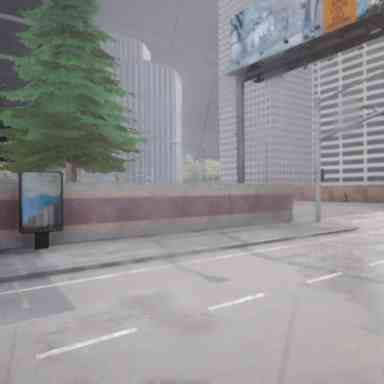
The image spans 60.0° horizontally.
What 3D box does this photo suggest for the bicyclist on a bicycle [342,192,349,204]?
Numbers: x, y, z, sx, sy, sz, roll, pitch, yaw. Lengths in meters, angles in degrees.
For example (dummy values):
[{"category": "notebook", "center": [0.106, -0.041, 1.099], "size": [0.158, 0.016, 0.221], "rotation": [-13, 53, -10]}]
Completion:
[{"category": "bicyclist on a bicycle", "center": [21.400, 0.810, 46.336], "size": [1.656, 1.620, 0.582], "rotation": [-1, 1, -35]}]
